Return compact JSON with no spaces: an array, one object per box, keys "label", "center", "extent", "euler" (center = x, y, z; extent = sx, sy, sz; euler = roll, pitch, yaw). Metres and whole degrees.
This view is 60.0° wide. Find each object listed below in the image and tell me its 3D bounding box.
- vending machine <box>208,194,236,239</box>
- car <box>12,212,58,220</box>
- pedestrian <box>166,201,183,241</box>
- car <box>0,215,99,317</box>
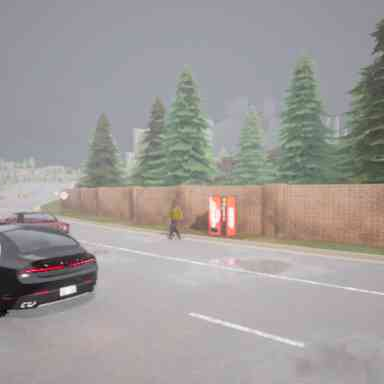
[{"label":"vending machine","center":[1.476,1.176,16.326],"extent":[0.880,2.100,1.100],"euler":[0,0,42]},{"label":"car","center":[-7.527,1.565,15.396],"extent":[1.895,1.301,4.718],"euler":[0,0,-45]},{"label":"pedestrian","center":[-0.795,1.272,14.905],"extent":[0.375,1.860,0.375],"euler":[0,0,42]},{"label":"car","center":[-4.043,1.487,7.435],"extent":[4.892,1.490,1.837],"euler":[0,0,40]}]
